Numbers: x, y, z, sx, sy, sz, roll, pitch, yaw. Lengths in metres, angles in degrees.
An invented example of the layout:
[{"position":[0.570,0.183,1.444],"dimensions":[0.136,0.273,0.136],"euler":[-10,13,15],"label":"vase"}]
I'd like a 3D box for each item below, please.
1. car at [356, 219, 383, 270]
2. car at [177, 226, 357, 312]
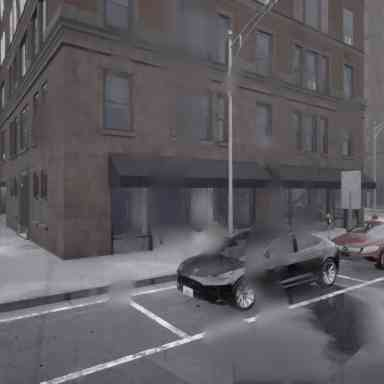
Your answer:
[{"position":[6.174,1.582,10.939],"dimensions":[4.206,1.307,1.802],"euler":[0,0,-35],"label":"car"},{"position":[1.695,1.566,7.744],"dimensions":[4.313,1.339,1.947],"euler":[0,0,-36],"label":"car"}]
